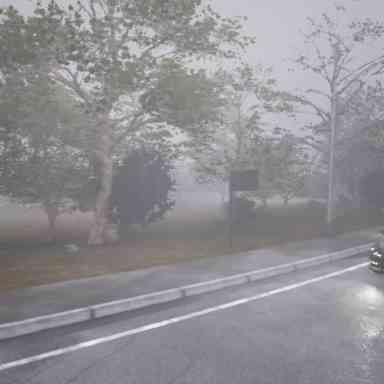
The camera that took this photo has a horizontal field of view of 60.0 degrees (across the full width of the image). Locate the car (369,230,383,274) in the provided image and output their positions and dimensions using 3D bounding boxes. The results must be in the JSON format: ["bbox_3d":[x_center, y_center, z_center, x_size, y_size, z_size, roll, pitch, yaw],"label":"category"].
[{"bbox_3d":[6.775,1.488,9.425,4.892,1.490,1.837,0,1,-40],"label":"car"}]
